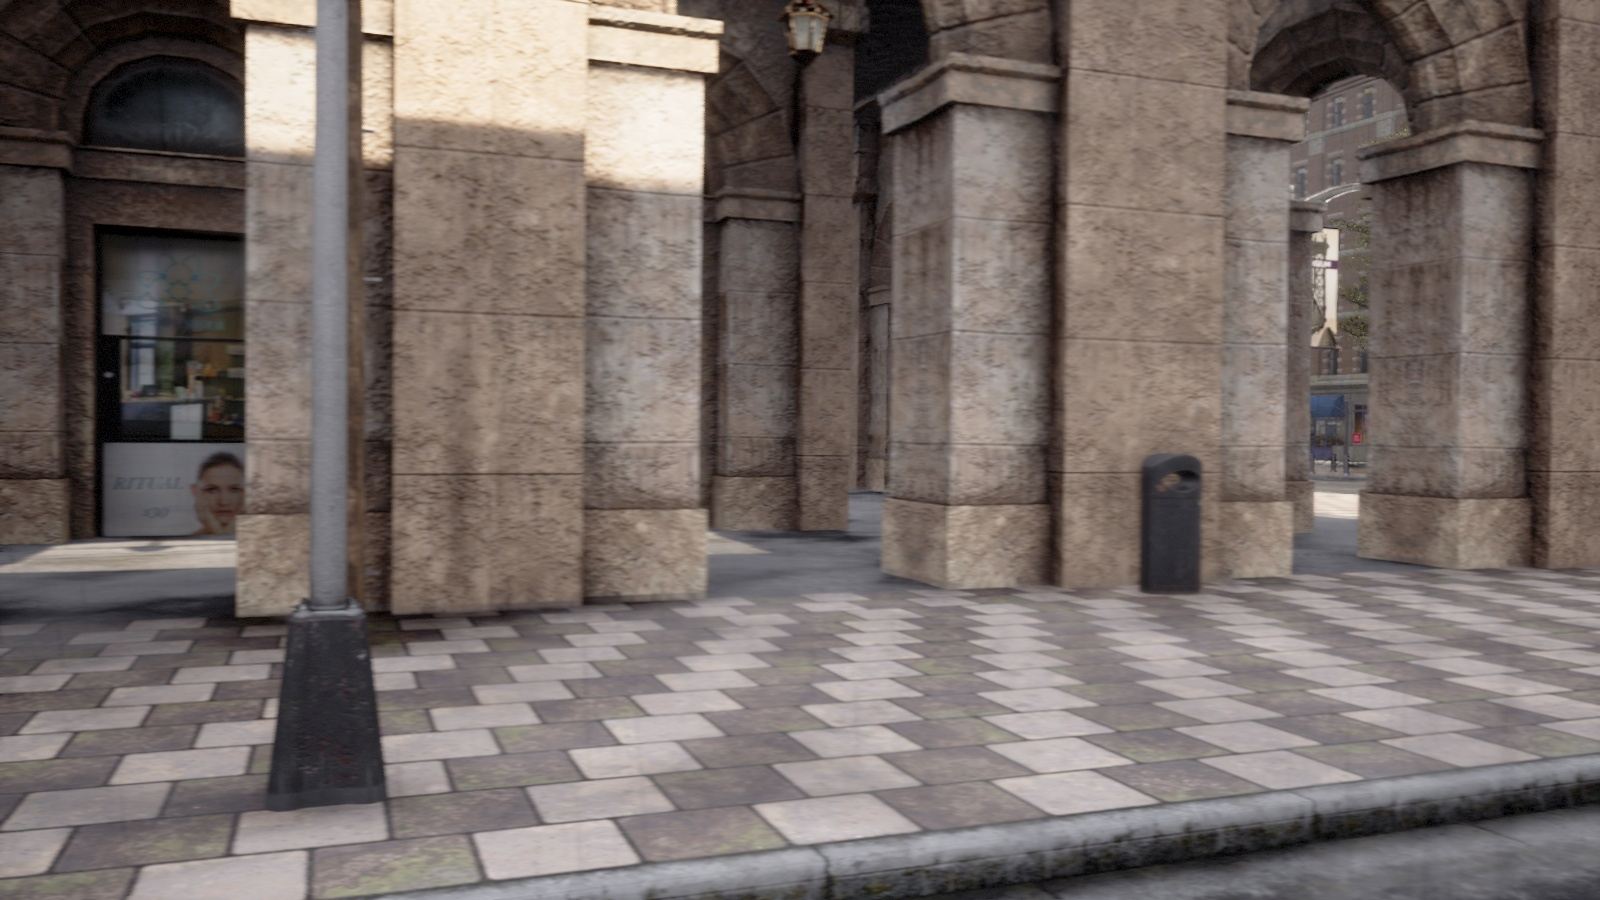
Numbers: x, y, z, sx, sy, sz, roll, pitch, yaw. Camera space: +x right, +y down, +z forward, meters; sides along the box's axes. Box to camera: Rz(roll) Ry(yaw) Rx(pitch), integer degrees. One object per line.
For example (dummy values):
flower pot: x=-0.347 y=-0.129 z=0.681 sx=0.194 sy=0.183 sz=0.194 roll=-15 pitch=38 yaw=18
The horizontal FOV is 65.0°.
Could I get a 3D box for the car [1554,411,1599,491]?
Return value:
car: x=19.143 y=0.019 z=27.154 sx=2.097 sy=1.767 sz=4.553 roll=-1 pitch=1 yaw=-20
